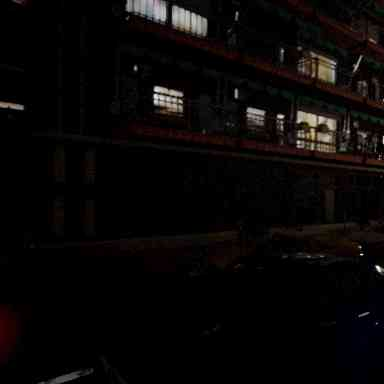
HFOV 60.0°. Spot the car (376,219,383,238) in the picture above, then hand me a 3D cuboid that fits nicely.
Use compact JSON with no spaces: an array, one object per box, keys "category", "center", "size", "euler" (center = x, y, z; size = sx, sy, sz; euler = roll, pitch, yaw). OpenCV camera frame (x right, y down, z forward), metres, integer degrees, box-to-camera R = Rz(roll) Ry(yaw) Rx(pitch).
[{"category":"car","center":[7.000,1.520,11.544],"size":[4.829,1.417,1.752],"euler":[0,1,-36]}]

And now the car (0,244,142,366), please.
[{"category":"car","center":[-2.077,1.544,5.065],"size":[4.507,1.381,1.887],"euler":[0,1,-36]}]

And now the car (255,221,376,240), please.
[{"category":"car","center":[2.392,1.522,8.254],"size":[4.829,1.417,1.752],"euler":[0,1,-36]}]

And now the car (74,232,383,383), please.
[{"category":"car","center":[1.176,1.524,4.220],"size":[4.674,1.442,1.812],"euler":[0,0,-36]}]
